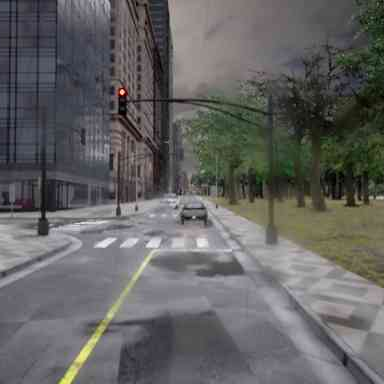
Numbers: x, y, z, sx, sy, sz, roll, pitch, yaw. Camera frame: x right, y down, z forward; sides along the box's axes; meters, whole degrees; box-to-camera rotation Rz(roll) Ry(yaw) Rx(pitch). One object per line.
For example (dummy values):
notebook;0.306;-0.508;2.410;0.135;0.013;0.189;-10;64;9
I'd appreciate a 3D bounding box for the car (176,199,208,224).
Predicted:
car;0.145;1.510;24.718;2.128;1.511;4.902;0;-1;0

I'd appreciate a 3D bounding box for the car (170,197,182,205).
car;-2.934;1.633;61.110;1.812;1.442;4.674;0;0;1

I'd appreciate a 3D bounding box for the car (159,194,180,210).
car;-2.999;1.276;43.943;2.150;2.045;5.566;0;0;0
